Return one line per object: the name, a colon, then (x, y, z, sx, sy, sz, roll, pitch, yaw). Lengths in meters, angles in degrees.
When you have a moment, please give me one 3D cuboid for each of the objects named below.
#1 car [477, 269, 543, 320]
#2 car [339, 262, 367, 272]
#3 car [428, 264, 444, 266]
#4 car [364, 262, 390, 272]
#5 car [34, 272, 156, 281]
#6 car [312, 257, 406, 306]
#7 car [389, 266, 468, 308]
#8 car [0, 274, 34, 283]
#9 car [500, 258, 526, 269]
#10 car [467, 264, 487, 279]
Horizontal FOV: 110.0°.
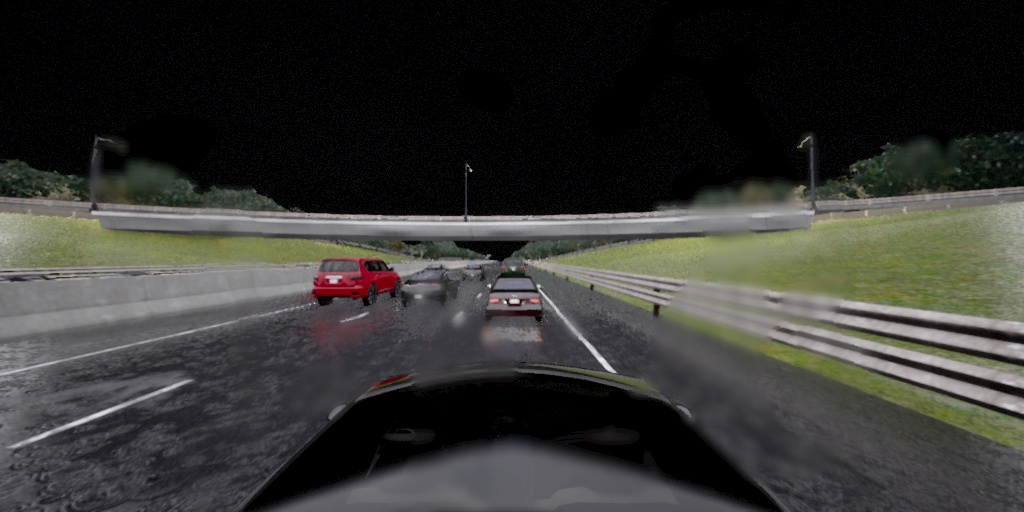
car: (0.083, 1.382, 12.914, 2.033, 1.411, 5.357, 0, 0, 0)
car: (-24.553, 1.647, 55.609, 2.128, 1.511, 4.902, 0, 0, 1)
car: (-6.902, 1.478, 33.132, 2.128, 1.511, 4.902, 0, 0, 0)
car: (-21.056, 1.650, 56.032, 2.128, 1.511, 4.902, 0, 0, 0)
car: (-17.600, 1.422, 16.123, 1.994, 1.385, 4.181, 0, 0, 0)
car: (-6.901, 1.083, 16.560, 2.150, 2.045, 5.566, 0, 0, 0)
car: (-3.402, 1.347, 15.737, 2.128, 1.511, 4.902, 0, 0, 0)
car: (-21.100, 1.449, 14.753, 1.895, 1.301, 4.718, 0, 0, 0)
car: (0.099, 1.202, 32.330, 2.150, 2.045, 5.566, 0, 0, 0)
car: (-3.402, 1.477, 33.122, 2.128, 1.511, 4.902, 0, 0, 0)
